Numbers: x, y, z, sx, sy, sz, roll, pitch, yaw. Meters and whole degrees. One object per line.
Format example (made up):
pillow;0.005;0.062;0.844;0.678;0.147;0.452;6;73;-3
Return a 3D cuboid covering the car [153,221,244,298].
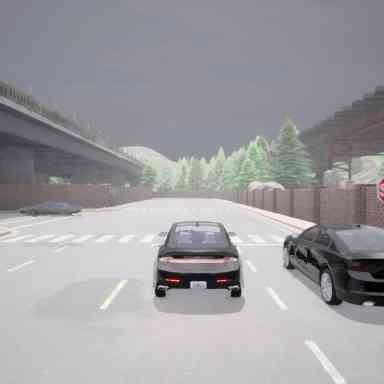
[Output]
car;0.144;1.492;8.526;2.128;1.511;4.902;0;0;1

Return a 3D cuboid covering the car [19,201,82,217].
car;-13.109;1.547;31.055;5.357;1.411;2.033;0;0;-4

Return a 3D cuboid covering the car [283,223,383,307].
car;3.642;1.478;8.072;1.882;1.535;5.008;0;0;1
